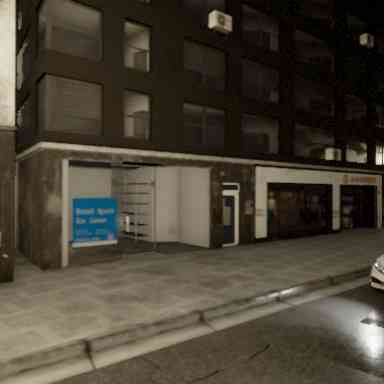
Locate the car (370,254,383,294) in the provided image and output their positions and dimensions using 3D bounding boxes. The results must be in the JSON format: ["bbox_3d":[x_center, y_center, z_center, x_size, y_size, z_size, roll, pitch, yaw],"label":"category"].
[{"bbox_3d":[5.984,1.531,7.637,4.674,1.442,1.812,0,0,-35],"label":"car"}]
